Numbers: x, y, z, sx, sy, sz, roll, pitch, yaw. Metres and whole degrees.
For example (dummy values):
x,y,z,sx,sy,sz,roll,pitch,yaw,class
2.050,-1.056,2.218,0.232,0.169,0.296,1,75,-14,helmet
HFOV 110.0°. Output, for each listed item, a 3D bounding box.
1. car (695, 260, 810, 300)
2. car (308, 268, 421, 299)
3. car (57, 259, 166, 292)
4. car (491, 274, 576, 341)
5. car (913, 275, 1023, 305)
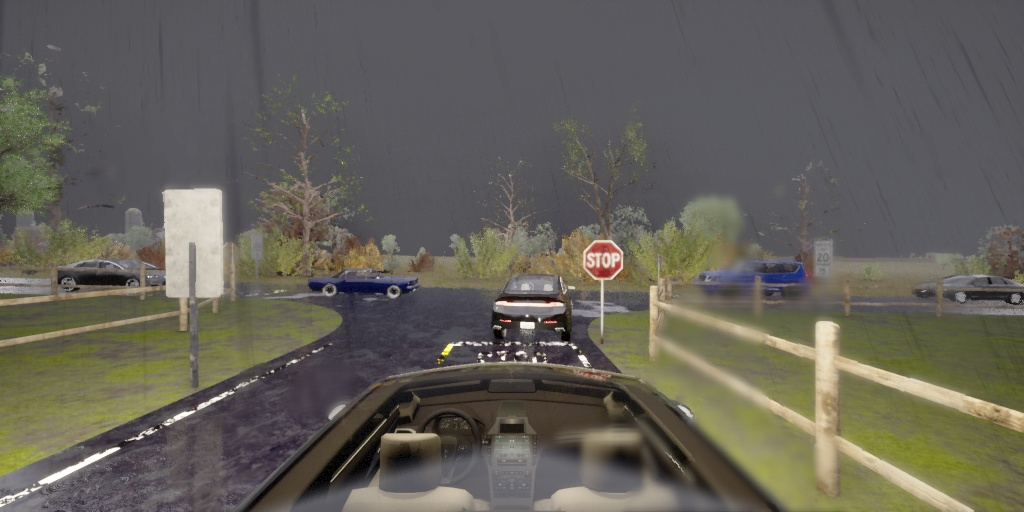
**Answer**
x,y,z,sx,sy,sz,roll,pitch,yaw,class
13.252,1.261,19.865,5.566,2.045,2.150,1,1,0,car
-6.818,1.249,16.947,4.718,1.301,1.895,1,1,0,car
-18.486,0.885,16.966,4.902,1.511,2.128,1,1,0,car
0.709,1.240,9.914,2.128,1.511,4.902,0,0,9,car
25.248,1.801,19.851,4.892,1.490,1.837,1,1,0,car
